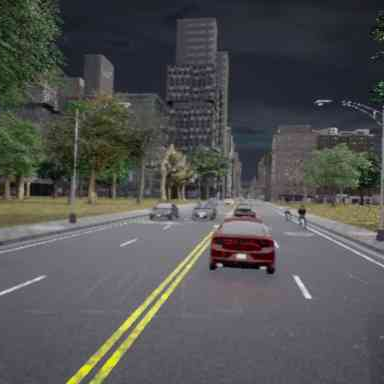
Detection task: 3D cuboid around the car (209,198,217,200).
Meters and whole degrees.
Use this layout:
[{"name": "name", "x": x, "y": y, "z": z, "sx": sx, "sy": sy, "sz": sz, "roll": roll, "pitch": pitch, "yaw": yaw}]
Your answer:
[{"name": "car", "x": 4.281, "y": 1.942, "z": 68.613, "sx": 2.097, "sy": 1.767, "sz": 4.553, "roll": 2, "pitch": -1, "yaw": 9}]

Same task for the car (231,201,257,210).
[{"name": "car", "x": 4.643, "y": 1.834, "z": 29.462, "sx": 1.837, "sy": 1.490, "sz": 4.892, "roll": 2, "pitch": 0, "yaw": 9}]

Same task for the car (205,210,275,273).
[{"name": "car", "x": 1.717, "y": 1.595, "z": 11.327, "sx": 1.882, "sy": 1.535, "sz": 5.008, "roll": 2, "pitch": 0, "yaw": 9}]

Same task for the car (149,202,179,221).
[{"name": "car", "x": -2.274, "y": 1.618, "z": 28.646, "sx": 1.812, "sy": 1.442, "sz": 4.674, "roll": 2, "pitch": 0, "yaw": 9}]

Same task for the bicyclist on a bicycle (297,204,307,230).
[{"name": "bicyclist on a bicycle", "x": 7.819, "y": 1.767, "z": 23.753, "sx": 0.659, "sy": 1.776, "sz": 1.843, "roll": 2, "pitch": 0, "yaw": 9}]

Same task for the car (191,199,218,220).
[{"name": "car", "x": 1.168, "y": 1.705, "z": 29.578, "sx": 2.128, "sy": 1.511, "sz": 4.902, "roll": 2, "pitch": 0, "yaw": 9}]

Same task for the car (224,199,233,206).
[{"name": "car", "x": 7.826, "y": 2.184, "z": 70.216, "sx": 1.882, "sy": 1.535, "sz": 5.008, "roll": 2, "pitch": 0, "yaw": 9}]

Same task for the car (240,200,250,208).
[{"name": "car", "x": 10.384, "y": 2.305, "z": 65.145, "sx": 1.812, "sy": 1.442, "sz": 4.674, "roll": 2, "pitch": 0, "yaw": 9}]

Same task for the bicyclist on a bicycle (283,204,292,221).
[{"name": "bicyclist on a bicycle", "x": 9.085, "y": 1.929, "z": 31.618, "sx": 0.866, "sy": 1.612, "sz": 1.509, "roll": 2, "pitch": 0, "yaw": 9}]
